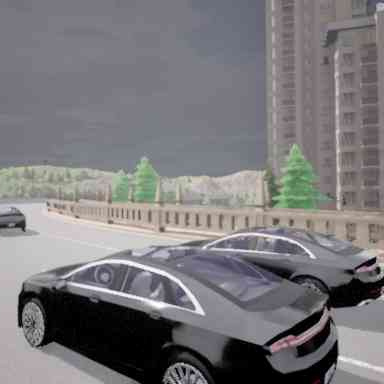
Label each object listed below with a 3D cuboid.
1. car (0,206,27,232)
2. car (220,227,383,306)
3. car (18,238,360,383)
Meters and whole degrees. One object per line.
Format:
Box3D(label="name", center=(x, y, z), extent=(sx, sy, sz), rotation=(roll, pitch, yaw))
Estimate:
Box3D(label="car", center=(-11.510, 1.614, 20.178), extent=(2.128, 1.511, 4.902), rotation=(0, 0, -40))
Box3D(label="car", center=(1.504, 1.536, 7.451), extent=(4.902, 1.511, 2.128), rotation=(0, 0, 37))
Box3D(label="car", center=(-0.601, 1.522, 4.663), extent=(4.902, 1.511, 2.128), rotation=(0, 0, 37))
